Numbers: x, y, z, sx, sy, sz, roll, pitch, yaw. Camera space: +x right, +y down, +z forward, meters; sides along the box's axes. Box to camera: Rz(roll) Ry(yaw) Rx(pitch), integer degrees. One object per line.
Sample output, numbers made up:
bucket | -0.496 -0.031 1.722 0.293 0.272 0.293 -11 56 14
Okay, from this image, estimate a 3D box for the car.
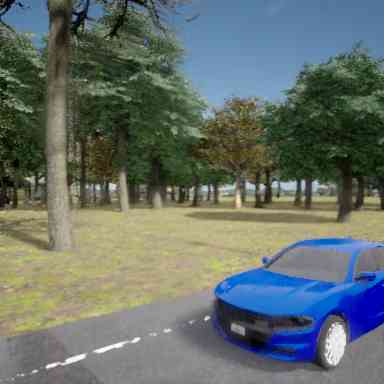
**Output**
car | 2.545 1.625 6.137 5.008 1.535 1.882 1 -2 -40
